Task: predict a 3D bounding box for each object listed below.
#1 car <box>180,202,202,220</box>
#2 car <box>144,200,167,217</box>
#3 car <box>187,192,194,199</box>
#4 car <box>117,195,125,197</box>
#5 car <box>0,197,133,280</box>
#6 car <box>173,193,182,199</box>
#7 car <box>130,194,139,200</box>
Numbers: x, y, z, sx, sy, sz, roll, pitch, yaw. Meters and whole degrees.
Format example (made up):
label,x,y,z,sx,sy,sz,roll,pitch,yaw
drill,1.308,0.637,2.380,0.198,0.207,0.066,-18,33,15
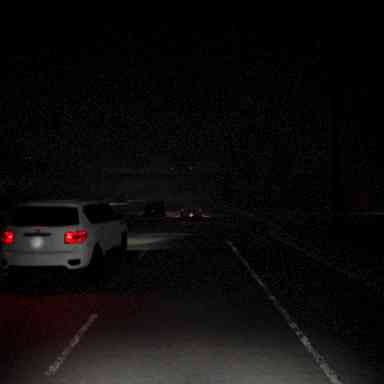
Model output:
label,x,y,z,sx,sy,sz,roll,pitch,yaw
car,-0.072,1.616,29.024,1.812,1.442,4.674,0,0,0
car,-3.589,1.577,33.159,1.882,1.535,5.008,0,0,0
car,-0.507,1.179,90.087,1.812,1.442,4.674,0,1,0
car,-14.377,1.493,67.167,1.837,1.490,4.892,0,1,0
car,-3.477,1.250,10.191,2.150,2.045,5.566,0,-1,0
car,-4.007,1.009,90.000,2.097,1.767,4.553,0,1,0
car,-14.466,1.282,82.863,1.837,1.490,4.892,0,1,0
